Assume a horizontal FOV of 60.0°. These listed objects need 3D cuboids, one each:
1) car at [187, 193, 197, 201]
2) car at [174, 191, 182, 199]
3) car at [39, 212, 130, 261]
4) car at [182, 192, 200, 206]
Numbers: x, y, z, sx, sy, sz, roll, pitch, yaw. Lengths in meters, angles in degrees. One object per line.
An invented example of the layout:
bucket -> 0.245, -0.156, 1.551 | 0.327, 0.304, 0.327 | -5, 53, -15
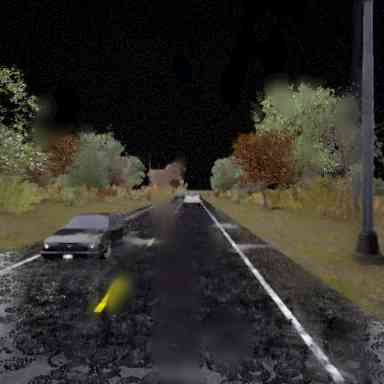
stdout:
car -> -0.061, 1.011, 72.413 | 2.097, 1.767, 4.553 | 0, 0, 0
car -> -3.572, 0.809, 91.102 | 2.150, 2.045, 5.566 | 0, 0, 0
car -> -3.604, 1.480, 12.322 | 2.033, 1.411, 5.357 | 0, 0, 0
car -> 0.058, 0.970, 49.545 | 2.150, 2.045, 5.566 | 0, 0, 0
